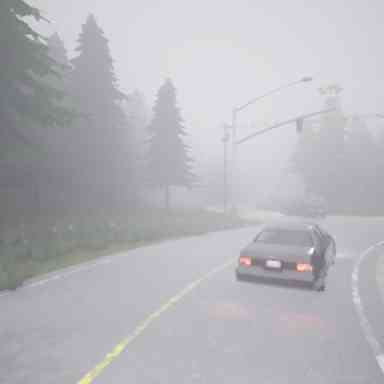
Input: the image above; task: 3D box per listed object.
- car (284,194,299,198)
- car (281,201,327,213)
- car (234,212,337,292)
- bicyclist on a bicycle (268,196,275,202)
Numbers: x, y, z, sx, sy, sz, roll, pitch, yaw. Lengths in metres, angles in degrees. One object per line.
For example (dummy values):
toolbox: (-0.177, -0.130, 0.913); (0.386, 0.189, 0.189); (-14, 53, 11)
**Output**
car: (19.510, 1.204, 64.023); (4.902, 1.511, 2.128); (0, 0, -43)
car: (9.490, 1.453, 28.462); (1.994, 1.385, 4.181); (0, 0, -21)
car: (2.768, 1.503, 8.999); (2.033, 1.411, 5.357); (0, 0, 27)
bicyclist on a bicycle: (9.601, 1.273, 40.370); (1.656, 1.620, 0.582); (0, 0, 0)
